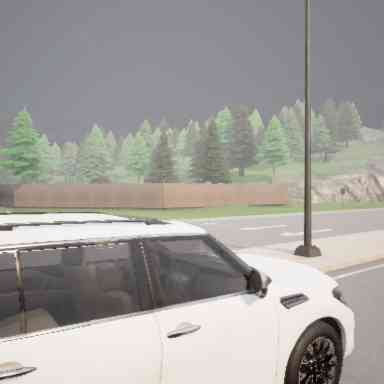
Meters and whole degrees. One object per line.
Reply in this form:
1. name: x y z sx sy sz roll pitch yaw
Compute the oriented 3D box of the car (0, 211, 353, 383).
1. car: -0.750 1.219 3.216 5.566 2.045 2.150 0 0 -35
